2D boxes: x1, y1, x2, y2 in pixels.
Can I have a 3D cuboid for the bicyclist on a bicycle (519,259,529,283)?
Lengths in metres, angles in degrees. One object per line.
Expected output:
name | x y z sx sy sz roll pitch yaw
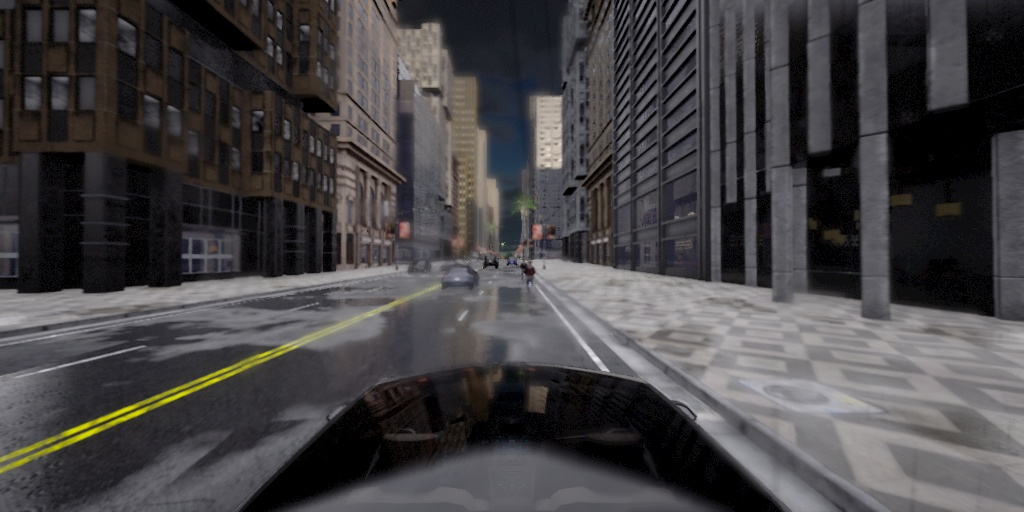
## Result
bicyclist on a bicycle | 0.891 1.095 26.936 0.659 1.776 1.843 0 0 0

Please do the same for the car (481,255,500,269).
car | -3.157 0.856 55.245 2.150 2.045 5.566 0 0 0

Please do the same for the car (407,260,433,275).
car | -9.845 1.203 38.658 1.837 1.490 4.892 0 0 0

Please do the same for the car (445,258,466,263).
car | -6.600 1.245 38.681 2.033 1.411 5.357 0 0 0

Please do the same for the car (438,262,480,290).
car | -3.153 1.294 22.596 1.994 1.385 4.181 0 0 0

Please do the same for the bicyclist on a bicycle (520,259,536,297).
bicyclist on a bicycle | 0.891 1.106 17.715 0.659 1.776 1.843 0 0 0
